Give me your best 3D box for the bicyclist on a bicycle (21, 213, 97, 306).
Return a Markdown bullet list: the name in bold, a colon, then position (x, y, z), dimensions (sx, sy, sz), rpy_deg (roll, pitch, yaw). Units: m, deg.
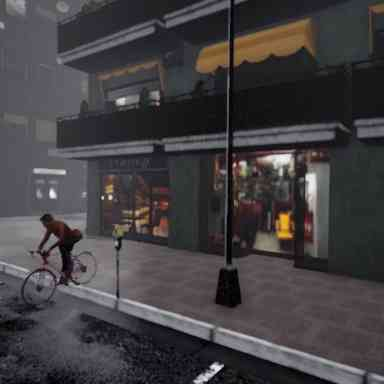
- **bicyclist on a bicycle**: position (-2.524, 1.186, 6.349), dimensions (0.582, 1.620, 1.656), rpy_deg (2, 11, 35)
